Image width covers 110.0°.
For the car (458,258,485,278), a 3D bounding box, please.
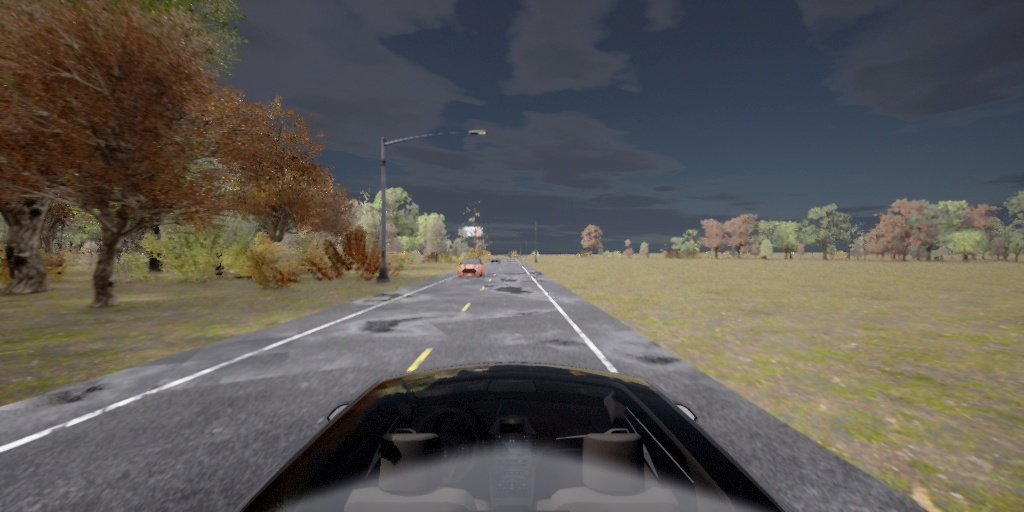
[{"bbox_3d":[-3.586,0.988,32.302,2.097,1.767,4.553,0,0,0],"label":"car"}]
